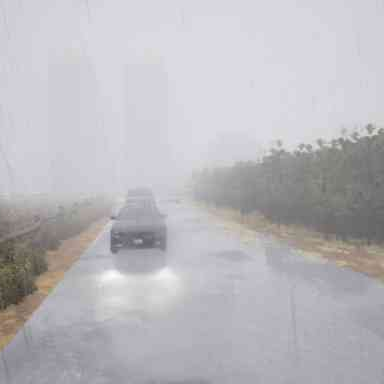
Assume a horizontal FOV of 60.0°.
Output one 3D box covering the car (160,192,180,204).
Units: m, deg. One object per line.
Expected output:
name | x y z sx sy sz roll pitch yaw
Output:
car | -2.486 0.667 36.961 1.895 1.301 4.718 -1 2 -9

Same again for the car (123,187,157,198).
car | -3.888 0.685 24.809 2.150 2.045 5.566 -1 2 -10

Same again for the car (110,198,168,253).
car | -2.026 1.225 12.897 1.882 1.535 5.008 -1 1 -8
